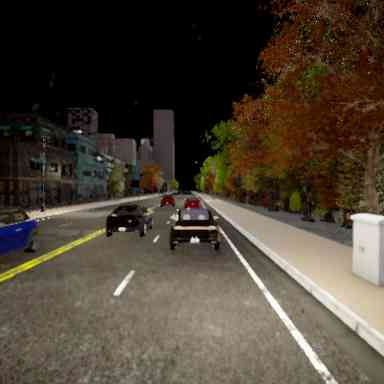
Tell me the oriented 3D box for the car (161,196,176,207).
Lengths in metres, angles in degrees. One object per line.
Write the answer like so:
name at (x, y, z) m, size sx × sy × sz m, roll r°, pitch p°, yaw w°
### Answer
car at (-3.161, 1.230, 44.834) m, size 1.812 × 1.442 × 4.674 m, roll 0°, pitch 1°, yaw 0°

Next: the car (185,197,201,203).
car at (0.090, 1.301, 39.887) m, size 1.994 × 1.385 × 4.181 m, roll 0°, pitch 0°, yaw 0°

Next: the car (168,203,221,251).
car at (0.098, 1.402, 13.558) m, size 2.128 × 1.511 × 4.902 m, roll 0°, pitch 0°, yaw 0°

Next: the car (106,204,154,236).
car at (-3.154, 1.392, 17.441) m, size 1.837 × 1.490 × 4.892 m, roll 0°, pitch 1°, yaw 0°

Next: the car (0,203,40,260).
car at (-6.565, 1.283, 10.149) m, size 2.097 × 1.767 × 4.553 m, roll 0°, pitch 1°, yaw 0°
